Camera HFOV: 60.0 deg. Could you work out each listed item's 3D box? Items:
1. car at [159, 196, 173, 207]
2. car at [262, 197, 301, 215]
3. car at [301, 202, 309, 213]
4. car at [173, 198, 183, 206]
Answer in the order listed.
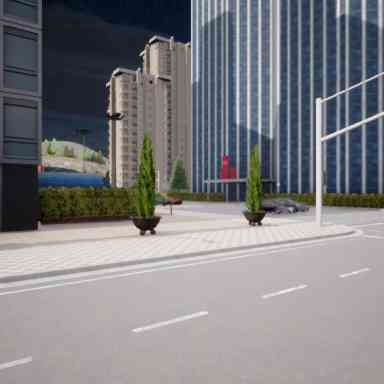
[{"bbox_3d":[-5.776,1.222,52.239,2.150,2.045,5.566,0,0,-36],"label":"car"},{"bbox_3d":[7.927,1.491,33.264,2.128,1.511,4.902,0,0,-36],"label":"car"},{"bbox_3d":[10.340,1.353,35.901,2.097,1.767,4.553,0,0,-36],"label":"car"},{"bbox_3d":[-3.403,1.601,54.941,1.895,1.301,4.718,0,0,-36],"label":"car"}]
